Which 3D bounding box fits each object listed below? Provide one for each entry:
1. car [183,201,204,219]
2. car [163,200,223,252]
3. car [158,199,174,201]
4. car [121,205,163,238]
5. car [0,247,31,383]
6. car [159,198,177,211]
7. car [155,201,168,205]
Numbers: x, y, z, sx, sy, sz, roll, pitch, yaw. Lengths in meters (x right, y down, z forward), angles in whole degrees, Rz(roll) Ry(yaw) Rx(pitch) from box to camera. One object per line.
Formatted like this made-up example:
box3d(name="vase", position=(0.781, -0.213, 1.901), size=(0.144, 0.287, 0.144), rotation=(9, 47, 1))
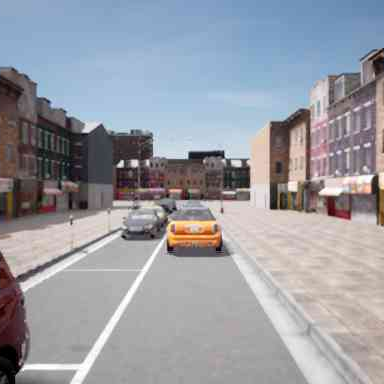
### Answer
box3d(name="car", position=(0.115, 1.595, 30.663), size=(1.812, 1.442, 4.674), rotation=(0, 0, 0))
box3d(name="car", position=(0.096, 1.383, 14.158), size=(2.097, 1.767, 4.553), rotation=(0, 0, 0))
box3d(name="car", position=(-2.990, 1.586, 35.459), size=(1.837, 1.490, 4.892), rotation=(0, 0, 0))
box3d(name="car", position=(-2.628, 1.589, 17.744), size=(2.008, 1.369, 4.403), rotation=(0, 0, 0))
box3d(name="car", position=(-2.644, 1.318, 1.464), size=(2.192, 1.841, 5.009), rotation=(0, 0, 0))
box3d(name="car", position=(-2.978, 1.579, 42.460), size=(1.882, 1.535, 5.008), rotation=(0, 0, 0))
box3d(name="car", position=(-2.624, 1.576, 23.001), size=(1.752, 1.417, 4.829), rotation=(0, 0, 0))
